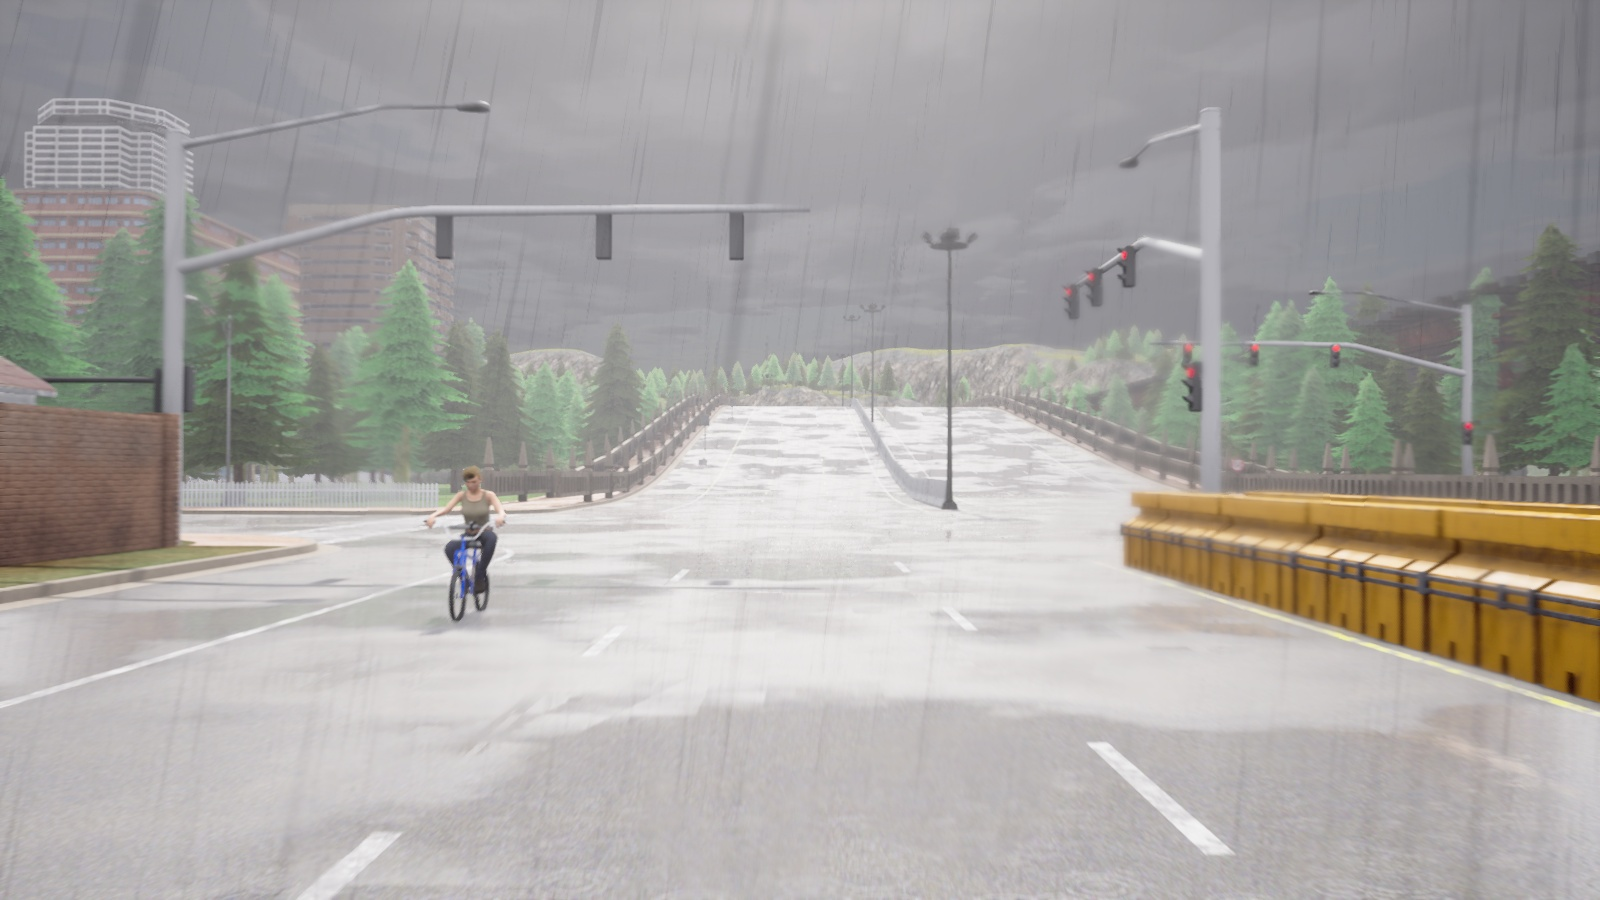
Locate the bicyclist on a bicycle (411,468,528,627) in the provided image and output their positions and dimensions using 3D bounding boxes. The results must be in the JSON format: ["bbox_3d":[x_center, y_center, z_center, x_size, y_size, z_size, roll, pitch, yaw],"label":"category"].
[{"bbox_3d":[-3.529,1.005,13.544,0.866,1.612,1.509,0,-1,0],"label":"bicyclist on a bicycle"}]
